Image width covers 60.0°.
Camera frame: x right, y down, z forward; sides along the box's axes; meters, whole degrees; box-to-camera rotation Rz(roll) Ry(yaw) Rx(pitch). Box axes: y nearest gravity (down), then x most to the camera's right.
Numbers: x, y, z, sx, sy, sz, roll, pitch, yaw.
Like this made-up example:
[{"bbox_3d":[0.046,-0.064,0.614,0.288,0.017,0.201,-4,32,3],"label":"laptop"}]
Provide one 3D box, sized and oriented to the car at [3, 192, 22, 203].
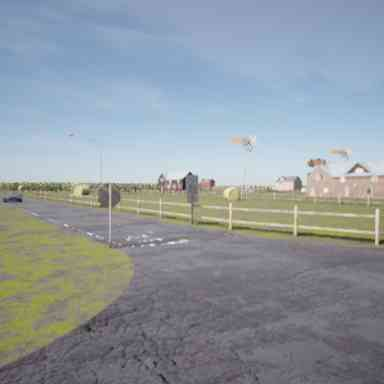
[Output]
[{"bbox_3d":[-24.678,0.709,45.648,1.994,1.385,4.181,0,1,-36],"label":"car"}]
